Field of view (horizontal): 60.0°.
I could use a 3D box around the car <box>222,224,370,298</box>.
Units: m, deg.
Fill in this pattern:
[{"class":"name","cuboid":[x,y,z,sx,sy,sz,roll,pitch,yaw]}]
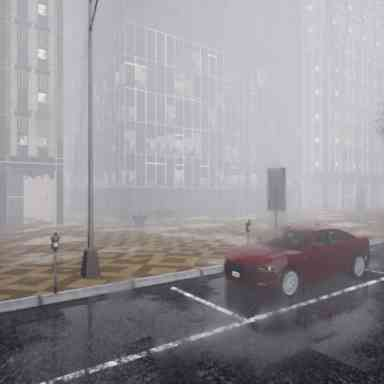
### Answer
[{"class":"car","cuboid":[2.783,1.543,8.523,4.507,1.381,1.887,0,0,-35]}]
